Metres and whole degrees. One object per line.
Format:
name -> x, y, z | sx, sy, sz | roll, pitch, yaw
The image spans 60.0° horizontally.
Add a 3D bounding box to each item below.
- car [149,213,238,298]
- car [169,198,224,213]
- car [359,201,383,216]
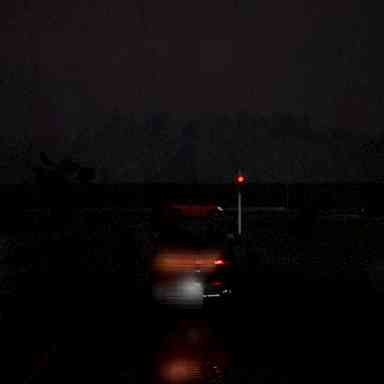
car -> 0.053, 1.505, 8.512 | 1.837, 1.490, 4.892 | 0, 0, 1
car -> 0.392, 1.352, 27.379 | 4.553, 1.767, 2.097 | 0, 0, 0
car -> 18.203, 1.564, 31.591 | 4.181, 1.385, 1.994 | 0, 0, 0
